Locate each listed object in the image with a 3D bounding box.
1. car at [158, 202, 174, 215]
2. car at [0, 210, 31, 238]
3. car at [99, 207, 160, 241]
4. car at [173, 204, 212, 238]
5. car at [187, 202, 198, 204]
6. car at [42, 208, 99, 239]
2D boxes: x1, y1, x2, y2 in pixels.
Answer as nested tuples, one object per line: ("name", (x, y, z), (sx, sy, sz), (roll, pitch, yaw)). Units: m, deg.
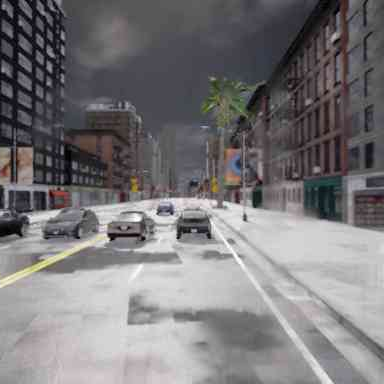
("car", (-3.144, 1.952, 40.106), (1.812, 1.442, 4.674), (0, 0, 0))
("car", (-9.826, 1.665, 16.415), (2.128, 1.511, 4.902), (0, -1, 0))
("car", (-3.146, 1.737, 17.942), (2.033, 1.411, 5.357), (0, -1, 0))
("car", (0.103, 1.709, 19.140), (1.837, 1.490, 4.892), (0, 0, 0))
("car", (0.106, 1.959, 40.767), (1.812, 1.442, 4.674), (0, 0, 0))
("car", (-6.567, 1.696, 18.486), (1.837, 1.490, 4.892), (0, 1, 0))
